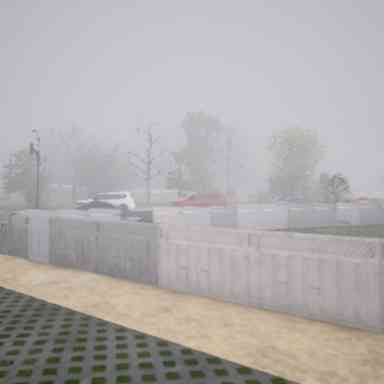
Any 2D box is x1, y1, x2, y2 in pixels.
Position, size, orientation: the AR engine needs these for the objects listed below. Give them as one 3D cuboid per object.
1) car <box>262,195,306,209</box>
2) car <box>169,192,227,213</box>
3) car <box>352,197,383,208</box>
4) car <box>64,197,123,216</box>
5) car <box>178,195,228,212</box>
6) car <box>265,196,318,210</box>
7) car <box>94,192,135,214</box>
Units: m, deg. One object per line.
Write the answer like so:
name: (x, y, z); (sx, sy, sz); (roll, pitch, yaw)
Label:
car: (10.626, 1.141, 38.289); (4.674, 1.442, 1.812); (-1, 2, -18)
car: (0.589, 1.052, 31.500); (5.566, 2.045, 2.150); (-1, 2, -19)
car: (18.305, 1.222, 33.812); (5.008, 1.535, 1.882); (0, 2, -19)
car: (-8.616, 1.468, 28.433); (4.674, 1.442, 1.812); (-1, 2, -17)
car: (1.153, 1.199, 35.123); (5.008, 1.535, 1.882); (-1, 2, -19)
car: (10.667, 1.263, 34.881); (5.357, 1.411, 2.033); (-1, 2, -18)
car: (-8.324, 1.059, 31.939); (5.566, 2.045, 2.150); (-1, 2, -19)
